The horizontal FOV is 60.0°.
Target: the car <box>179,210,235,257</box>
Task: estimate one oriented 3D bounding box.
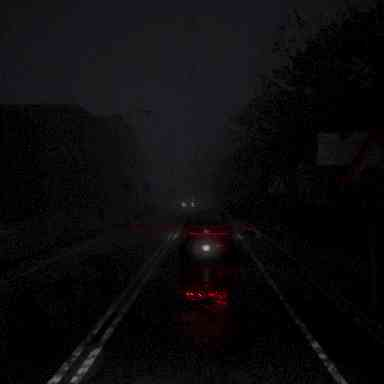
[{"bbox_3d":[0.565,1.437,12.634,1.837,1.490,4.892,0,1,3],"label":"car"}]

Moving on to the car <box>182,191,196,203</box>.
[{"bbox_3d":[-0.519,0.924,59.916,2.150,2.045,5.566,0,0,4],"label":"car"}]
